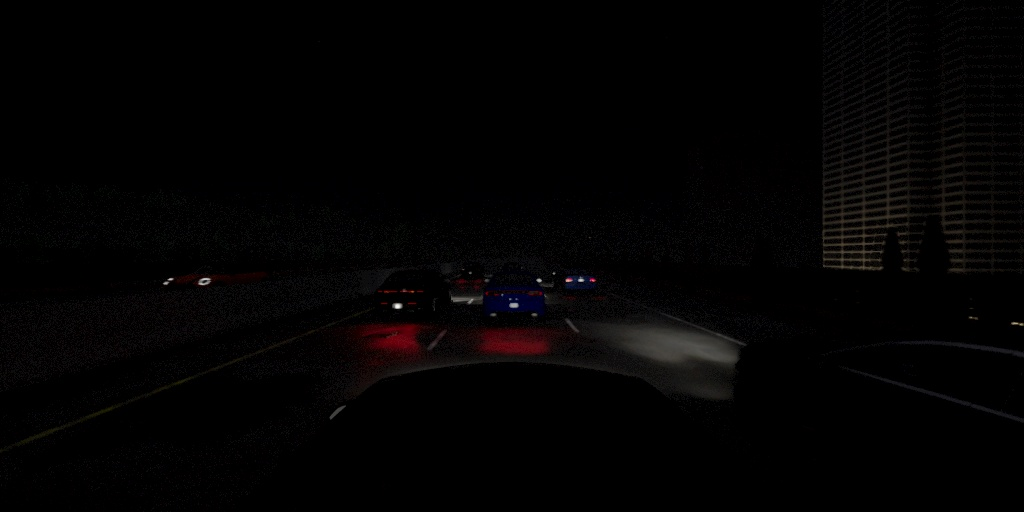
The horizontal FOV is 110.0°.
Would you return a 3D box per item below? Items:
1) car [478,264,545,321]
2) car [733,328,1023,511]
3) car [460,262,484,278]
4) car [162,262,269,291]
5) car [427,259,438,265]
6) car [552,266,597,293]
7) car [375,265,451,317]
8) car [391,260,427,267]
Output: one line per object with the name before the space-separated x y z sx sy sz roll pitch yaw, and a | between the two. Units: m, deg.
car | 0.049 1.222 12.488 1.882 1.535 5.008 0 0 0
car | 3.579 1.238 2.372 2.128 1.511 4.902 0 0 0
car | -3.568 1.261 32.930 1.812 1.442 4.674 0 0 0
car | -14.170 1.104 17.474 2.097 1.767 4.553 0 0 0
car | -14.309 1.306 62.774 2.033 1.411 5.357 0 0 0
car | 3.510 1.284 20.784 2.033 1.411 5.357 0 0 0
car | -3.455 1.251 13.218 1.837 1.490 4.892 0 0 0
car | -10.759 1.216 37.928 1.882 1.535 5.008 0 0 0
